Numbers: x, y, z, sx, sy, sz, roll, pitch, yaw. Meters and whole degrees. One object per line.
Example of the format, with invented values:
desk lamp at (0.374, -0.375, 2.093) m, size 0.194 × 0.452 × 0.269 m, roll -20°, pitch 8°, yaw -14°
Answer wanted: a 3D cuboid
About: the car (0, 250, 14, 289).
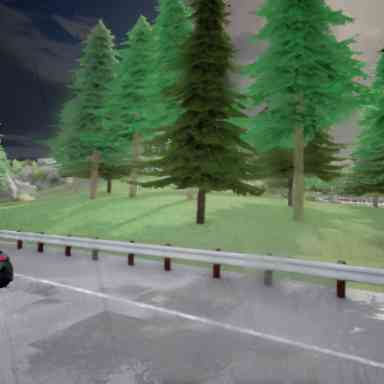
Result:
car at (-6.206, 1.624, 8.002) m, size 4.181 × 1.385 × 1.994 m, roll 0°, pitch 0°, yaw 33°
